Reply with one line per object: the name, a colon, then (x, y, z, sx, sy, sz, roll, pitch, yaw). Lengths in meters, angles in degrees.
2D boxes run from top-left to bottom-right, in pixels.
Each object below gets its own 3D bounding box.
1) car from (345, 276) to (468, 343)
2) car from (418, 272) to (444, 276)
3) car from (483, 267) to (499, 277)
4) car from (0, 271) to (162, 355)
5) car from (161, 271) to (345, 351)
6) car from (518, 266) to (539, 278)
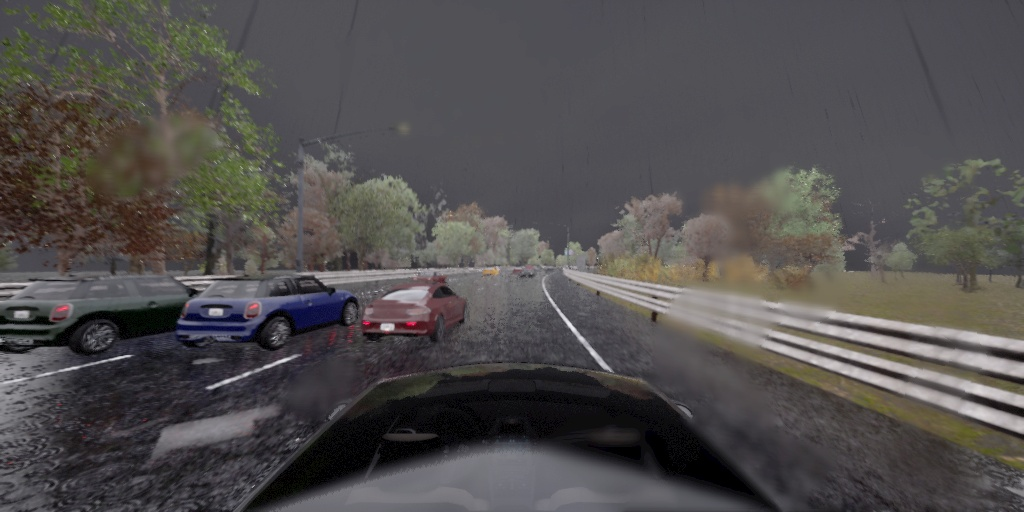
car: (-2.542, 1.457, 10.224, 1.812, 1.442, 4.674, 0, -1, 5)
car: (-7.282, 2.060, 32.360, 1.895, 1.301, 4.718, 0, -1, 7)
car: (-3.468, 2.615, 59.980, 1.882, 1.535, 5.008, 0, -1, 9)
car: (-9.663, 1.251, 9.329, 2.097, 1.767, 4.553, 0, -1, 5)
car: (-6.111, 1.266, 9.750, 2.097, 1.767, 4.553, 0, -1, 5)
car: (2.469, 2.563, 52.592, 1.895, 1.301, 4.718, 0, -1, 8)
